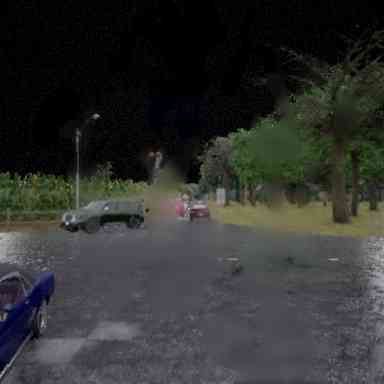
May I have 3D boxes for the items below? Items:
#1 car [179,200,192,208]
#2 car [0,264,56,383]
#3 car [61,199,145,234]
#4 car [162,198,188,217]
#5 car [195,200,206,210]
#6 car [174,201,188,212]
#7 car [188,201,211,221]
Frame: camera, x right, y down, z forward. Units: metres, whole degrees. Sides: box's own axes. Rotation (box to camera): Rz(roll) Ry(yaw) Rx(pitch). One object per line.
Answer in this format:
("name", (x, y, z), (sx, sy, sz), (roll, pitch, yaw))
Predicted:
("car", (-1.202, 2.316, 63.215), (2.033, 1.411, 5.357), (0, -1, 2))
("car", (-3.004, 1.652, 3.820), (1.895, 1.301, 4.718), (0, -1, -11))
("car", (-5.478, 1.481, 21.273), (2.150, 2.045, 5.566), (0, -1, 37))
("car", (-1.961, 1.664, 36.637), (2.150, 2.045, 5.566), (0, 0, 2))
("car", (1.511, 2.214, 57.292), (1.812, 1.442, 4.674), (0, -1, 1))
("car", (-1.621, 2.122, 49.168), (1.812, 1.442, 4.674), (0, 0, 1))
("car", (0.788, 1.856, 31.736), (1.882, 1.535, 5.008), (-1, -1, 0))
